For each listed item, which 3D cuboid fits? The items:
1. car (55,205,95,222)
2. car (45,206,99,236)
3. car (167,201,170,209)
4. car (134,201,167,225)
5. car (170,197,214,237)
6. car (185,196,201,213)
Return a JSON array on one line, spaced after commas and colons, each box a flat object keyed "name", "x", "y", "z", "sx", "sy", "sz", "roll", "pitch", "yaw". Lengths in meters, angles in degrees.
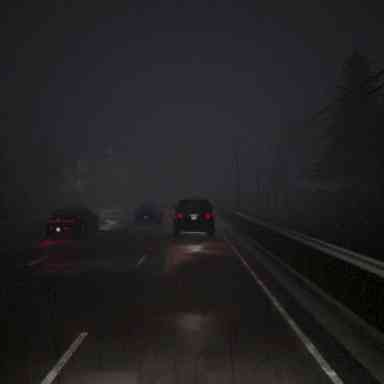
[{"name": "car", "x": -10.389, "y": 1.882, "z": 29.907, "sx": 1.895, "sy": 1.301, "sz": 4.718, "roll": 0, "pitch": -1, "yaw": 0}, {"name": "car", "x": -6.898, "y": 1.691, "z": 19.580, "sx": 1.837, "sy": 1.490, "sz": 4.892, "roll": 0, "pitch": 0, "yaw": 0}, {"name": "car", "x": -3.380, "y": 2.045, "z": 51.263, "sx": 1.994, "sy": 1.385, "sz": 4.181, "roll": 0, "pitch": 0, "yaw": 0}, {"name": "car", "x": -3.390, "y": 1.730, "z": 26.823, "sx": 1.882, "sy": 1.535, "sz": 5.008, "roll": 0, "pitch": 0, "yaw": 0}, {"name": "car", "x": 0.107, "y": 1.406, "z": 19.479, "sx": 2.150, "sy": 2.045, "sz": 5.566, "roll": 0, "pitch": 0, "yaw": 0}, {"name": "car", "x": 0.118, "y": 1.651, "z": 45.699, "sx": 2.150, "sy": 2.045, "sz": 5.566, "roll": 0, "pitch": 0, "yaw": 0}]
